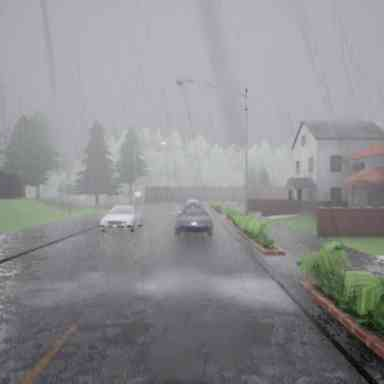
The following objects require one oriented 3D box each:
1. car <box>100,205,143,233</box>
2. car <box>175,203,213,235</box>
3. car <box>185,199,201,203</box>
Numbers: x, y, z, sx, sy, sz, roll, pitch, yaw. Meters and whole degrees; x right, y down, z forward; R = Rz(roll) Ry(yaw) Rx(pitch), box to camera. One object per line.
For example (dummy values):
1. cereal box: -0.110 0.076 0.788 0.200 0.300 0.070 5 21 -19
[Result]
1. car: -4.077 1.513 19.871 1.812 1.442 4.674 0 0 0
2. car: 0.106 1.552 18.702 1.994 1.385 4.181 0 0 0
3. car: 0.097 1.500 39.602 1.812 1.442 4.674 0 0 0
